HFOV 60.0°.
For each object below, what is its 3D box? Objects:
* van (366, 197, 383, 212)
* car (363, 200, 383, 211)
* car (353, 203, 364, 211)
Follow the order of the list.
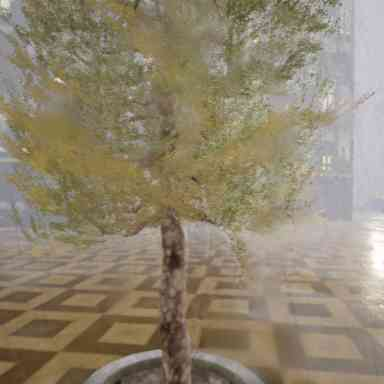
[{"bbox_3d":[21.797,1.477,37.012,1.690,1.788,3.998,1,-1,-22],"label":"van"},{"bbox_3d":[26.616,1.879,46.641,1.887,1.381,4.507,1,-1,-21],"label":"car"},{"bbox_3d":[19.615,1.762,42.110,1.802,1.307,4.206,1,-1,-22],"label":"car"}]
